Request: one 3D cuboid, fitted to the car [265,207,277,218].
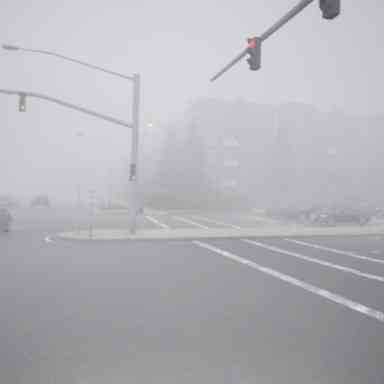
[{"bbox_3d":[9.259,1.753,31.969,4.674,1.442,1.812,1,0,-18],"label":"car"}]

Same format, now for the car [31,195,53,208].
[{"bbox_3d":[-17.364,1.065,38.482,1.837,1.490,4.892,1,0,-18],"label":"car"}]

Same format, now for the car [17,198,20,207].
[{"bbox_3d":[-20.628,1.042,37.200,1.994,1.385,4.181,1,0,-18],"label":"car"}]

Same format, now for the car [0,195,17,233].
[{"bbox_3d":[-9.496,1.112,14.745,2.097,1.767,4.553,1,0,-18],"label":"car"}]

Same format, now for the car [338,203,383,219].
[{"bbox_3d":[17.950,1.948,34.912,4.892,1.490,1.837,1,0,-19],"label":"car"}]

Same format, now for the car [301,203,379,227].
[{"bbox_3d":[11.189,1.768,25.224,4.902,1.511,2.128,1,0,-19],"label":"car"}]

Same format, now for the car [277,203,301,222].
[{"bbox_3d":[10.274,1.731,28.608,5.008,1.535,1.882,1,0,-19],"label":"car"}]

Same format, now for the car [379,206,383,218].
[{"bbox_3d":[21.268,2.076,32.346,5.357,1.411,2.033,1,0,-19],"label":"car"}]
